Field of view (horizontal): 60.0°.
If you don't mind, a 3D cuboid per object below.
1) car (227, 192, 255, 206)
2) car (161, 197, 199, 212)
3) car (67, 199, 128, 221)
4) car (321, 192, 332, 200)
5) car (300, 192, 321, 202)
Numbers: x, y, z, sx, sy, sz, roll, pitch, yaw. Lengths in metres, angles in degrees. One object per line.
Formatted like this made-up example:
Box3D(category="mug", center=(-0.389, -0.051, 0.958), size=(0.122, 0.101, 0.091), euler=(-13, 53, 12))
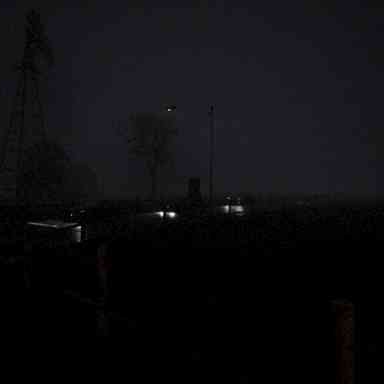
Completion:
Box3D(category="car", center=(6.294, 0.775, 42.764), size=(2.097, 1.767, 4.553), euler=(1, 2, 36))
Box3D(category="car", center=(-1.080, 1.154, 32.405), size=(1.994, 1.385, 4.181), euler=(1, 2, 35))
Box3D(category="car", center=(-6.786, 1.247, 24.368), size=(1.812, 1.442, 4.674), euler=(1, 2, 35))
Box3D(category="car", center=(24.822, 0.710, 62.507), size=(1.994, 1.385, 4.181), euler=(1, 1, 36))
Box3D(category="car", center=(19.020, 0.800, 54.327), size=(1.812, 1.442, 4.674), euler=(1, 2, 35))
